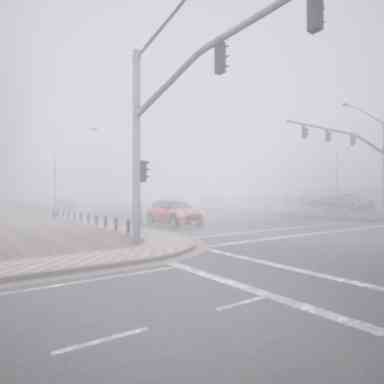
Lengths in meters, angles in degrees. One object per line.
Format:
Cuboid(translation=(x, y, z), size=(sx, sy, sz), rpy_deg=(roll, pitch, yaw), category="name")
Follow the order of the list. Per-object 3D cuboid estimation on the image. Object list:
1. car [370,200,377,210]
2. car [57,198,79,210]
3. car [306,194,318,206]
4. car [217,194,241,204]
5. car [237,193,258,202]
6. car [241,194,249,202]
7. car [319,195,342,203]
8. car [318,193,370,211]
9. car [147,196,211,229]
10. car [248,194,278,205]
Cuboid(translation=(19.815, 1.193, 39.963), size=(1.905, 1.878, 3.866), rpy_deg=(0, 0, -35), category="car")
Cuboid(translation=(-16.083, 1.506, 42.946), size=(1.837, 1.490, 4.892), rpy_deg=(0, 0, -36), category="car")
Cuboid(translation=(25.615, 1.210, 65.632), size=(1.932, 1.855, 4.605), rpy_deg=(0, 0, -35), category="car")
Cuboid(translation=(7.845, 1.442, 71.416), size=(1.970, 1.475, 3.806), rpy_deg=(0, 0, -35), category="car")
Cuboid(translation=(12.362, 1.205, 74.689), size=(1.932, 1.855, 4.605), rpy_deg=(0, 0, -35), category="car")
Cuboid(translation=(10.204, 1.413, 73.093), size=(1.784, 1.438, 3.905), rpy_deg=(0, 0, -35), category="car")
Cuboid(translation=(28.012, 1.423, 67.259), size=(1.784, 1.438, 3.905), rpy_deg=(0, 0, -35), category="car")
Cuboid(translation=(17.425, 1.188, 38.330), size=(1.932, 1.855, 4.605), rpy_deg=(0, 0, -35), category="car")
Cuboid(translation=(-1.131, 1.331, 22.080), size=(2.097, 1.767, 4.553), rpy_deg=(0, -1, -36), category="car")
Cuboid(translation=(11.897, 1.436, 55.766), size=(1.970, 1.475, 3.806), rpy_deg=(0, 0, -35), category="car")
